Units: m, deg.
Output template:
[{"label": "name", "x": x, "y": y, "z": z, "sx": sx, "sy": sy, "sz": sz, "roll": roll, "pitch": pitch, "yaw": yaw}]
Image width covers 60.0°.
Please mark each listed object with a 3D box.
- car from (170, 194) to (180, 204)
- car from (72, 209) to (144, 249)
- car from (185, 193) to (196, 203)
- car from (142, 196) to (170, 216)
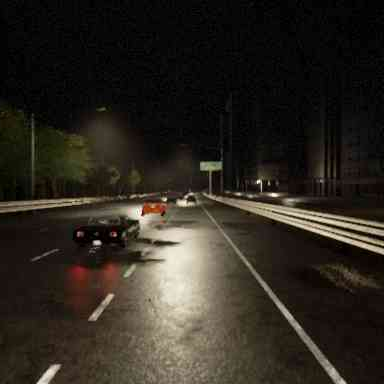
[{"label": "car", "x": -3.706, "y": 1.495, "z": 62.189, "sx": 1.837, "sy": 1.490, "sz": 4.892, "roll": 0, "pitch": 0, "yaw": 0}, {"label": "car", "x": -3.514, "y": 1.600, "z": 14.558, "sx": 1.895, "sy": 1.301, "sz": 4.718, "roll": 0, "pitch": 0, "yaw": 0}, {"label": "car", "x": -0.135, "y": 1.486, "z": 67.240, "sx": 1.837, "sy": 1.490, "sz": 4.892, "roll": 0, "pitch": -1, "yaw": 0}, {"label": "car", "x": -3.559, "y": 1.353, "z": 32.164, "sx": 2.097, "sy": 1.767, "sz": 4.553, "roll": 0, "pitch": 0, "yaw": 0}]
